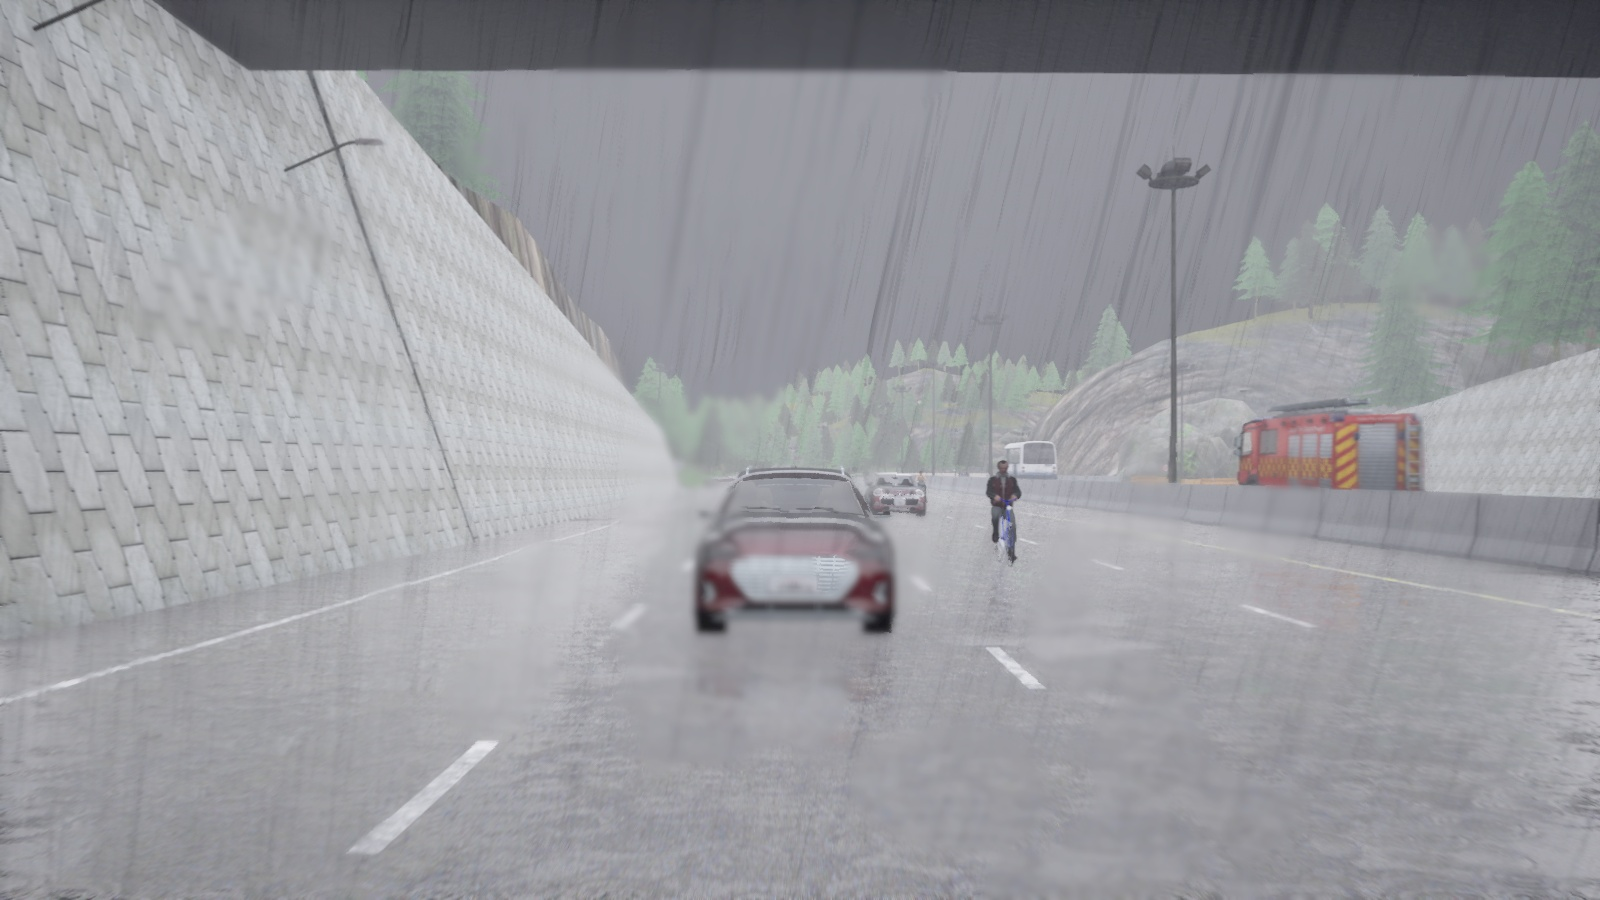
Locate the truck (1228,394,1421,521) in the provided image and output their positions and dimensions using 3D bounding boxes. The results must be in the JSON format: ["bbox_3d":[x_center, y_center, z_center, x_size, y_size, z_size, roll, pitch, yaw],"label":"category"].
[{"bbox_3d":[17.355,0.289,42.309,2.891,3.827,8.468,0,-1,0],"label":"truck"}]

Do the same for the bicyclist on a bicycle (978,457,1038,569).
[{"bbox_3d":[3.432,1.021,20.860,0.659,1.776,1.843,0,-1,0],"label":"bicyclist on a bicycle"}]

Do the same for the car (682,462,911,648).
[{"bbox_3d":[-0.043,0.973,13.596,2.033,1.649,4.856,0,-1,0],"label":"car"}]

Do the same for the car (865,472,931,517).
[{"bbox_3d":[3.357,1.495,43.518,1.970,1.475,3.806,0,-1,0],"label":"car"}]
